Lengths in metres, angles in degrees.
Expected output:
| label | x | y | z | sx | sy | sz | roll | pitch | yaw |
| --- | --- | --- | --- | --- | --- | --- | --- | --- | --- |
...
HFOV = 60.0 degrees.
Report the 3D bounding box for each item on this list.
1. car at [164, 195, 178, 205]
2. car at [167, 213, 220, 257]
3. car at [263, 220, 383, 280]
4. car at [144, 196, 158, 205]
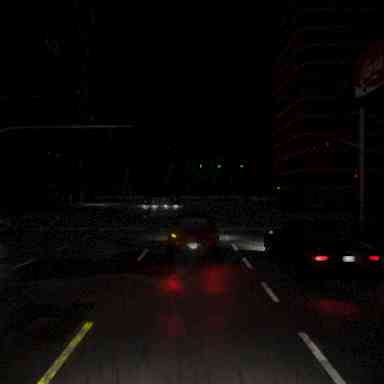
| label | x | y | z | sx | sy | sz | roll | pitch | yaw |
| --- | --- | --- | --- | --- | --- | --- | --- | --- | --- |
| car | -3.564 | 1.348 | 57.500 | 2.097 | 1.767 | 4.553 | 0 | 0 | 0 |
| car | 0.060 | 1.525 | 12.779 | 1.812 | 1.442 | 4.674 | 0 | 0 | 0 |
| car | 3.538 | 1.547 | 9.969 | 2.033 | 1.411 | 5.357 | 0 | 0 | 1 |
| car | -7.063 | 1.501 | 57.529 | 1.837 | 1.490 | 4.892 | 0 | 0 | 0 |
